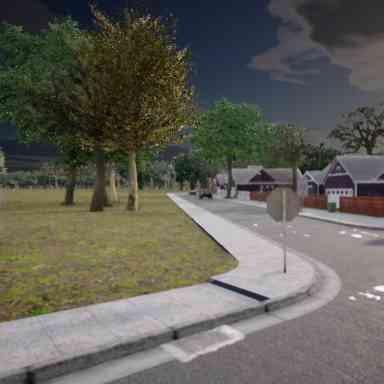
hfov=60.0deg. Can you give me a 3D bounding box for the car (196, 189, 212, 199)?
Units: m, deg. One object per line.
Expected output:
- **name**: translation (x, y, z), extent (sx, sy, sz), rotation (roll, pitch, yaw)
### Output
- **car**: translation (2.614, 0.359, 65.598), extent (2.150, 2.045, 5.566), rotation (-1, 1, -6)

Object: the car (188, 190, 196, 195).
- **car**: translation (0.134, 0.190, 90.224), extent (1.882, 1.535, 5.008), rotation (-1, 1, -6)
